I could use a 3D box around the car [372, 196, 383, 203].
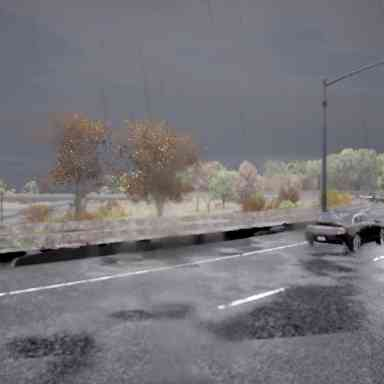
[{"bbox_3d":[42.810,1.750,77.161,1.837,1.490,4.892,0,0,6],"label":"car"}]

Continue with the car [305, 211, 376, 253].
[{"bbox_3d":[6.645,1.560,14.204,4.902,1.511,2.128,0,0,-43],"label":"car"}]

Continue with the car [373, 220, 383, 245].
[{"bbox_3d":[7.938,1.608,10.574,5.357,1.411,2.033,0,0,-42],"label":"car"}]

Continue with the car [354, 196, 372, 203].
[{"bbox_3d":[39.340,1.720,77.620,1.882,1.535,5.008,0,0,6],"label":"car"}]
